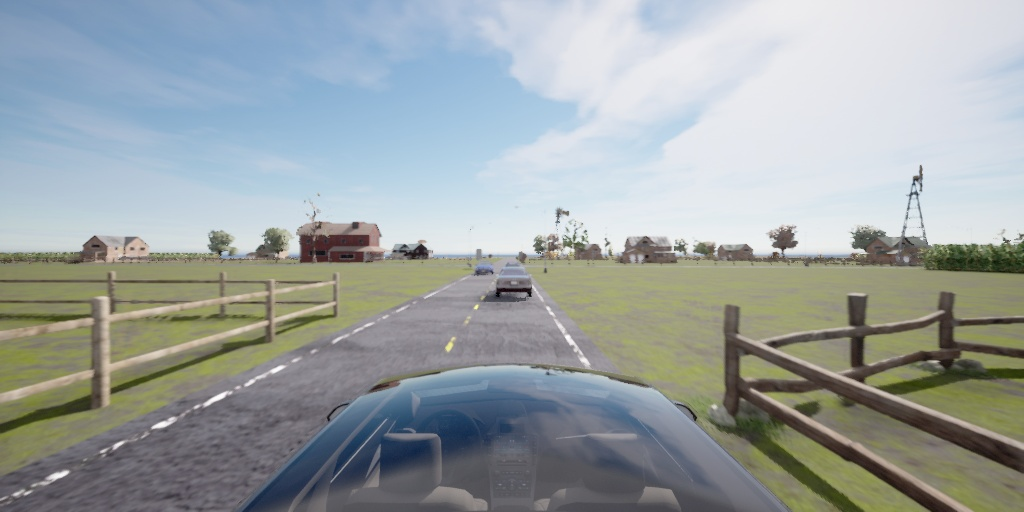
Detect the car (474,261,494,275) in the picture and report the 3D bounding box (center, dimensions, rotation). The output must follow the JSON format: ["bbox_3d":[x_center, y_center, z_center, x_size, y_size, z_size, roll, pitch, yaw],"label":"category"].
[{"bbox_3d":[-2.854,1.241,38.079,1.812,1.442,4.674,0,0,0],"label":"car"}]

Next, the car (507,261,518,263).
[{"bbox_3d":[0.083,1.278,39.584,1.994,1.385,4.181,0,0,0],"label":"car"}]

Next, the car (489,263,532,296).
[{"bbox_3d":[0.095,1.282,18.944,2.033,1.411,5.357,0,0,0],"label":"car"}]
